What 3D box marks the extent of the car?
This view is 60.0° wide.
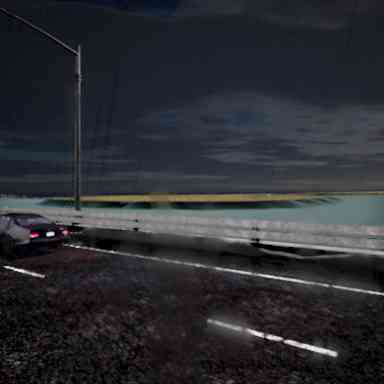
[{"bbox_3d":[-7.124,1.564,13.425,5.357,1.411,2.033,0,0,36],"label":"car"}]
